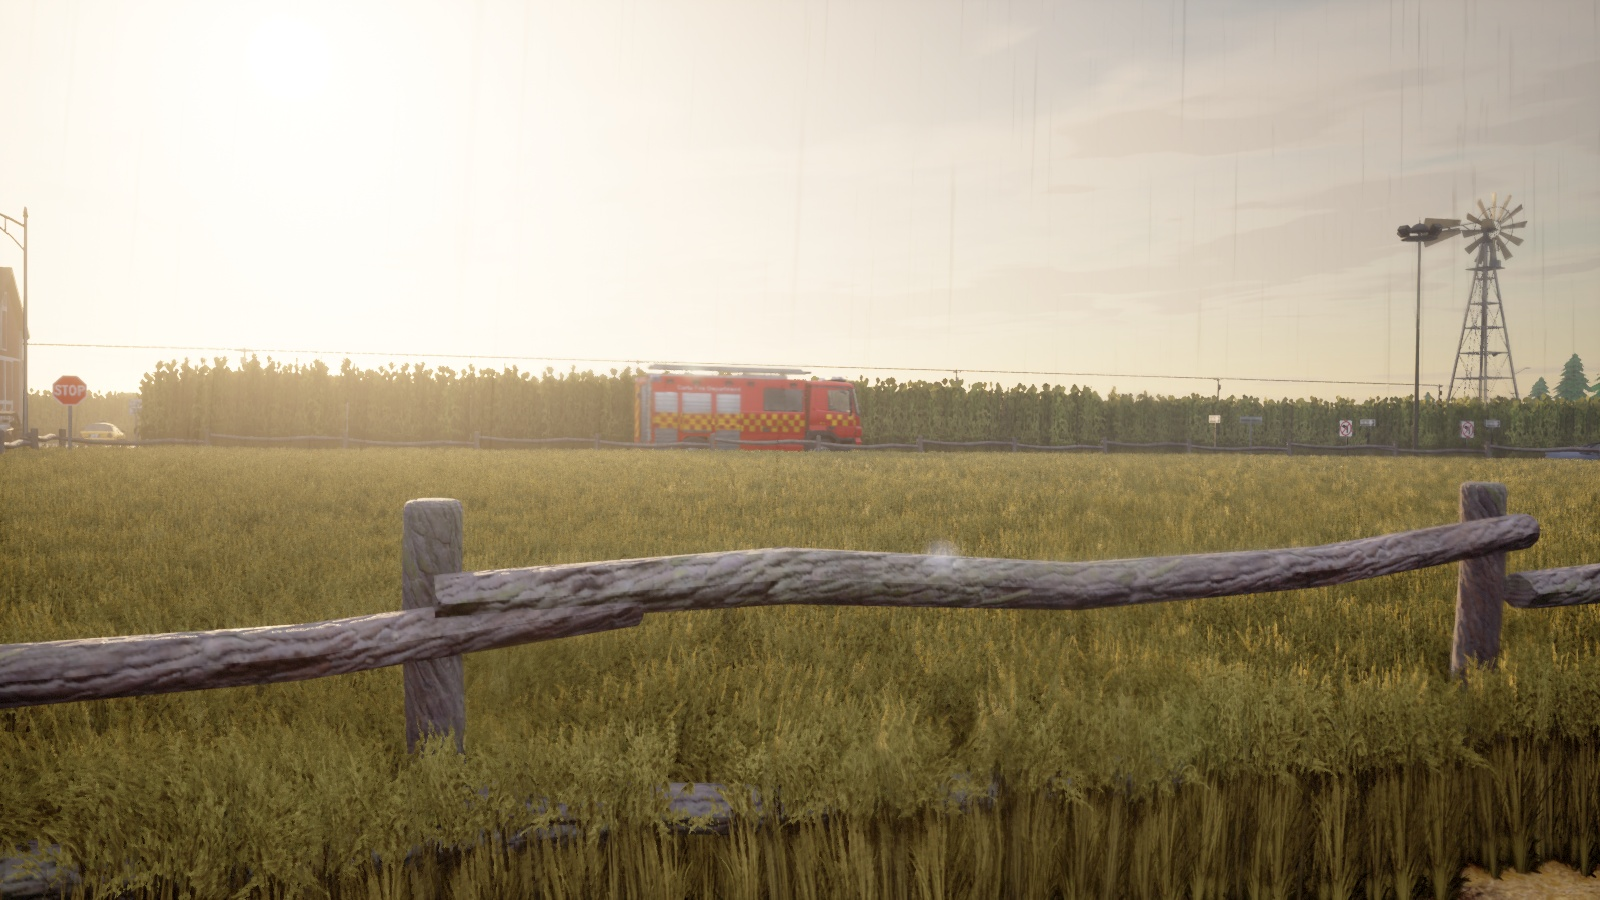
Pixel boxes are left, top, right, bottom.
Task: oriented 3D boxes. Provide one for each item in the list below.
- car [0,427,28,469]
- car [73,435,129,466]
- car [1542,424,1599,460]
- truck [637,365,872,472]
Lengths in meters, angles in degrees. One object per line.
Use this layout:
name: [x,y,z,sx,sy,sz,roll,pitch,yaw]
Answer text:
car: [-37.025,-0.077,57.750,1.905,1.878,3.866,-1,0,-21]
car: [-37.160,0.009,66.876,1.801,1.575,5.366,-1,1,-21]
car: [32.893,-0.329,50.369,5.357,1.411,2.033,0,1,32]
truck: [-1.729,-1.194,48.029,8.468,3.827,2.891,-1,1,-20]
